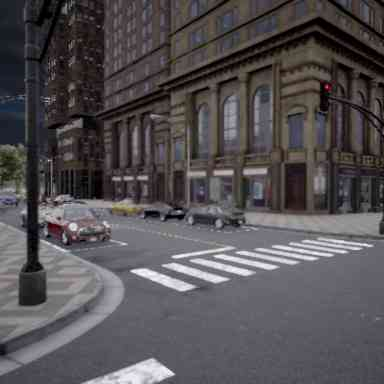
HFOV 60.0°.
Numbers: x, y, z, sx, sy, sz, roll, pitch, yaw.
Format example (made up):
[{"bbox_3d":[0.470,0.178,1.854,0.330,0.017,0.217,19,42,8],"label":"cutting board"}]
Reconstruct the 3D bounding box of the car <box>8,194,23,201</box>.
[{"bbox_3d":[-34.331,1.086,64.512,1.802,1.307,4.206,-1,1,-39],"label":"car"}]

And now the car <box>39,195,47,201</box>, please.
[{"bbox_3d":[-23.619,1.177,51.302,1.802,1.307,4.206,-1,1,-39],"label":"car"}]

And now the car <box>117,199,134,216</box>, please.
[{"bbox_3d":[-5.874,1.313,29.417,1.752,1.417,4.829,-1,1,-39],"label":"car"}]

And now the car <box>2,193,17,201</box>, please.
[{"bbox_3d":[-37.902,1.030,68.915,2.008,1.369,4.403,-1,1,-39],"label":"car"}]

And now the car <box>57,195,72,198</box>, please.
[{"bbox_3d":[-16.479,1.103,42.493,1.967,1.590,4.097,-1,1,-39],"label":"car"}]

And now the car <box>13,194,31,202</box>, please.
[{"bbox_3d":[-30.761,1.083,60.109,2.008,1.369,4.403,-1,1,-39],"label":"car"}]

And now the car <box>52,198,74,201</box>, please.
[{"bbox_3d":[-7.909,1.389,22.626,1.812,1.442,4.674,-1,1,-39],"label":"car"}]

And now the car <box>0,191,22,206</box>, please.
[{"bbox_3d":[-23.561,0.904,42.057,2.150,2.045,5.566,-1,0,-39],"label":"car"}]

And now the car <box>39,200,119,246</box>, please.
[{"bbox_3d":[-5.267,1.392,15.133,1.967,1.590,4.097,-1,1,-39],"label":"car"}]

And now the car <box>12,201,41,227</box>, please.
[{"bbox_3d":[-8.838,1.449,19.538,2.008,1.369,4.403,-1,1,-39],"label":"car"}]

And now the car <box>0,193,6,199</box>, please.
[{"bbox_3d":[-45.043,0.987,77.722,1.887,1.381,4.507,-1,1,-39],"label":"car"}]

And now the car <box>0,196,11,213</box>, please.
[{"bbox_3d":[-19.549,1.343,32.747,1.802,1.307,4.206,-1,1,-39],"label":"car"}]

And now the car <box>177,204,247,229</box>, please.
[{"bbox_3d":[1.374,1.443,20.480,2.008,1.369,4.403,-1,1,-39],"label":"car"}]

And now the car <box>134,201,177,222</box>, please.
[{"bbox_3d":[-2.198,1.405,24.884,1.947,1.339,4.313,-1,1,-39],"label":"car"}]

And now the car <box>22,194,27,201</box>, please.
[{"bbox_3d":[-27.191,1.114,55.706,2.008,1.369,4.403,-1,1,-39],"label":"car"}]
